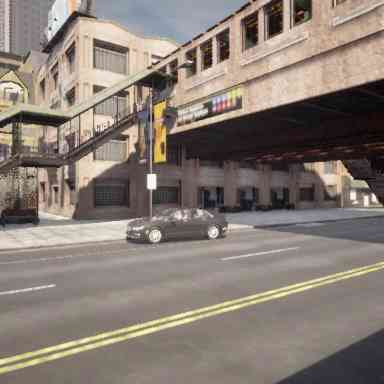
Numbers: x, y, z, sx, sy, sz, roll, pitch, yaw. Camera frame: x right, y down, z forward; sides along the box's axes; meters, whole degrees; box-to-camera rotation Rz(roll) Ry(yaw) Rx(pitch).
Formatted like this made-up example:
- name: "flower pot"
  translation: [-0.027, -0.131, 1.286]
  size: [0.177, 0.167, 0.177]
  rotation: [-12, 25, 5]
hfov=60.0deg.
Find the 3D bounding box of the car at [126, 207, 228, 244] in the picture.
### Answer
- name: "car"
  translation: [-0.633, 1.478, 15.707]
  size: [4.892, 1.521, 2.231]
  rotation: [0, 0, -26]
